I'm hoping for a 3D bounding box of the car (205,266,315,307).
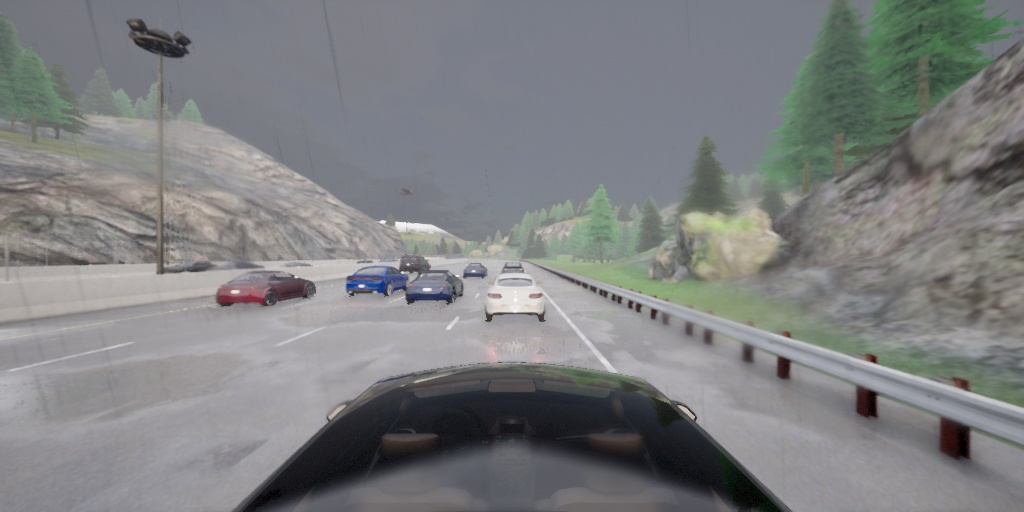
[{"bbox_3d":[-10.403,1.318,15.503,1.994,1.385,4.181,0,0,0],"label":"car"}]

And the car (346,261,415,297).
[{"bbox_3d":[-6.903,1.232,18.926,1.882,1.535,5.008,0,0,0],"label":"car"}]

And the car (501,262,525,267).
[{"bbox_3d":[0.091,1.247,30.094,2.128,1.511,4.902,0,0,0],"label":"car"}]

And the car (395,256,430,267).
[{"bbox_3d":[-10.406,0.980,38.614,2.150,2.045,5.566,0,0,0],"label":"car"}]

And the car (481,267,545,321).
[{"bbox_3d":[0.097,1.278,12.342,1.812,1.442,4.674,0,0,0],"label":"car"}]

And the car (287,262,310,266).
[{"bbox_3d":[-21.103,1.306,34.575,2.033,1.411,5.357,0,0,0],"label":"car"}]

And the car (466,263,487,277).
[{"bbox_3d":[-3.405,1.321,33.828,1.994,1.385,4.181,0,0,0],"label":"car"}]

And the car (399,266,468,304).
[{"bbox_3d":[-3.404,1.317,16.403,1.994,1.385,4.181,0,0,0],"label":"car"}]

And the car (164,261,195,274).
[{"bbox_3d":[-31.596,1.237,35.472,1.882,1.535,5.008,0,0,0],"label":"car"}]

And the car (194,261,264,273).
[{"bbox_3d":[-24.603,1.306,31.797,2.033,1.411,5.357,0,0,0],"label":"car"}]
